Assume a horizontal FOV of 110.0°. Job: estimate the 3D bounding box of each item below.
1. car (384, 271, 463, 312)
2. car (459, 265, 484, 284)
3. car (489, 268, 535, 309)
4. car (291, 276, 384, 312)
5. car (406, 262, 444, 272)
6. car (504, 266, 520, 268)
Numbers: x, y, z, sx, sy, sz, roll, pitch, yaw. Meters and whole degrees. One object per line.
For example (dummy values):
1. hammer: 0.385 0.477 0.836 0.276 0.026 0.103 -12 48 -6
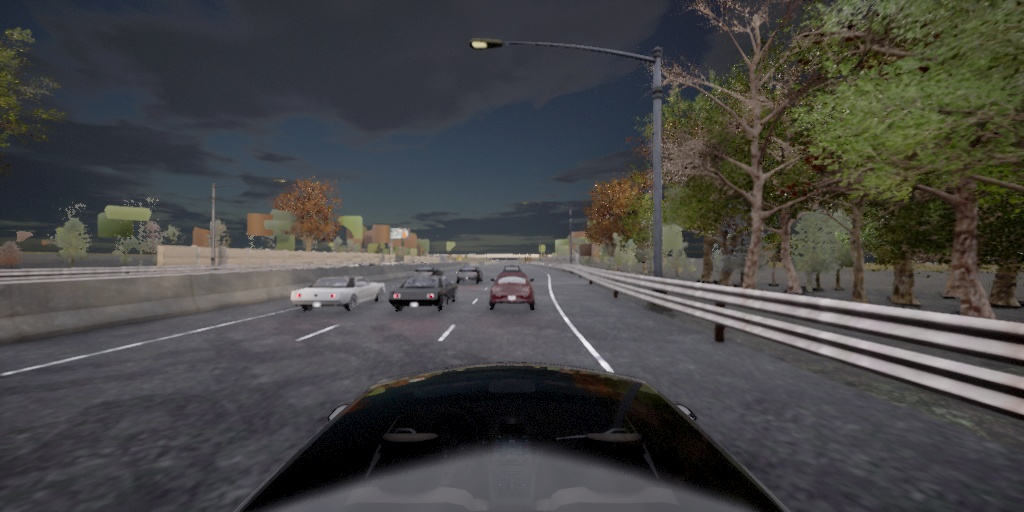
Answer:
1. car: -3.489 1.486 15.098 1.895 1.301 4.718 0 -1 0
2. car: -3.492 1.539 30.355 2.128 1.511 4.902 0 0 1
3. car: 0.019 1.418 15.751 1.812 1.442 4.674 0 0 1
4. car: -6.989 1.486 15.104 1.895 1.301 4.718 0 -1 0
5. car: -6.992 1.539 30.354 2.128 1.511 4.902 0 0 1
6. car: 0.009 1.554 30.350 1.837 1.490 4.892 0 0 1
